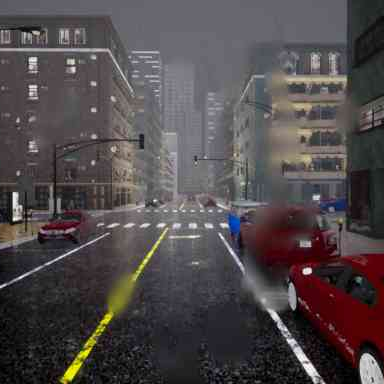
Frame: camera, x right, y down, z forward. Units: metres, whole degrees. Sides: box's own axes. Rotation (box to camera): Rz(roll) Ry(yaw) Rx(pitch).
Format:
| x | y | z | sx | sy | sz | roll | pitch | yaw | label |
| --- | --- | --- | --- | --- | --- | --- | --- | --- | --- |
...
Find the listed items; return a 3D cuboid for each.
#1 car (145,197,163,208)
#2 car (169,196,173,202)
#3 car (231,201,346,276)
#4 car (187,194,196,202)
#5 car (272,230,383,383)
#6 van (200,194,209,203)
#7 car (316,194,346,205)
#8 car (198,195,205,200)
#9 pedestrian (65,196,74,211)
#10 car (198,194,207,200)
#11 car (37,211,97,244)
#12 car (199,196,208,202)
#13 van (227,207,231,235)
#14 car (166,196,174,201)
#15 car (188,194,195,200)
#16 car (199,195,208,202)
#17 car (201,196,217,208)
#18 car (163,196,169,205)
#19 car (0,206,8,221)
| x | y | z | sx | sy | sz | roll | pitch | yaw | label |
| --- | --- | --- | --- | --- | --- | --- | --- | --- | --- |
| -5.732 | 1.569 | 48.156 | 1.947 | 1.339 | 4.313 | 0 | 0 | 0 | car |
| -5.753 | 1.564 | 75.773 | 1.887 | 1.381 | 4.507 | 0 | 0 | 0 | car |
| 2.675 | 1.314 | 10.228 | 2.192 | 1.841 | 5.009 | 0 | 0 | 0 | car |
| -0.058 | 1.368 | 77.574 | 2.097 | 1.767 | 4.553 | 0 | 0 | 0 | car |
| 2.681 | 1.544 | 4.699 | 1.887 | 1.381 | 4.507 | 0 | 0 | 0 | car |
| 2.630 | 1.357 | 70.243 | 1.690 | 1.788 | 3.998 | 0 | 0 | 0 | van |
| 14.918 | 1.226 | 32.718 | 5.008 | 1.535 | 1.882 | -1 | 0 | 0 | car |
| 2.615 | 1.558 | 92.507 | 1.752 | 1.417 | 4.829 | -1 | 0 | 0 | car |
| -7.685 | 1.141 | 20.938 | 0.375 | 1.860 | 0.375 | 0 | 0 | 0 | pedestrian |
| 2.636 | 1.557 | 64.720 | 1.887 | 1.381 | 4.507 | 0 | 0 | 0 | car |
| -5.708 | 1.581 | 15.750 | 1.802 | 1.307 | 4.206 | 0 | 0 | 0 | car |
| 2.628 | 1.585 | 75.767 | 1.947 | 1.339 | 4.313 | 0 | 0 | 0 | car |
| 2.671 | 1.340 | 15.755 | 1.690 | 1.788 | 3.998 | 0 | 0 | 0 | van |
| -5.761 | 1.610 | 86.820 | 1.802 | 1.307 | 4.206 | 0 | 0 | 0 | car |
| -0.064 | 1.339 | 87.609 | 1.882 | 1.535 | 5.008 | 0 | 0 | 0 | car |
| 2.645 | 1.572 | 53.673 | 1.947 | 1.339 | 4.313 | 0 | 0 | 0 | car |
| 2.649 | 1.585 | 48.150 | 1.802 | 1.307 | 4.206 | 0 | 0 | 0 | car |
| -5.741 | 1.575 | 59.203 | 1.947 | 1.339 | 4.313 | 0 | 0 | 0 | car |
| -17.629 | 1.809 | 29.259 | 4.181 | 1.385 | 1.994 | -1 | 0 | 0 | car |
